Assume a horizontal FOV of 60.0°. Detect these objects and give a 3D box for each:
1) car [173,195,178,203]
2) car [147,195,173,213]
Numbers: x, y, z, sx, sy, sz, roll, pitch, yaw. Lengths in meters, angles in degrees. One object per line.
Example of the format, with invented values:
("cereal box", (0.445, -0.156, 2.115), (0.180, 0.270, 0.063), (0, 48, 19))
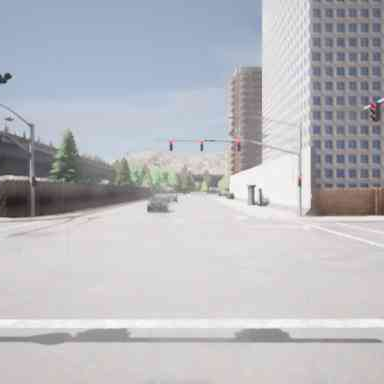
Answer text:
("car", (-3.543, 1.248, 61.303), (2.128, 1.511, 4.902), (0, 0, 0))
("car", (-3.524, 1.223, 35.185), (2.097, 1.767, 4.553), (0, 0, 0))
